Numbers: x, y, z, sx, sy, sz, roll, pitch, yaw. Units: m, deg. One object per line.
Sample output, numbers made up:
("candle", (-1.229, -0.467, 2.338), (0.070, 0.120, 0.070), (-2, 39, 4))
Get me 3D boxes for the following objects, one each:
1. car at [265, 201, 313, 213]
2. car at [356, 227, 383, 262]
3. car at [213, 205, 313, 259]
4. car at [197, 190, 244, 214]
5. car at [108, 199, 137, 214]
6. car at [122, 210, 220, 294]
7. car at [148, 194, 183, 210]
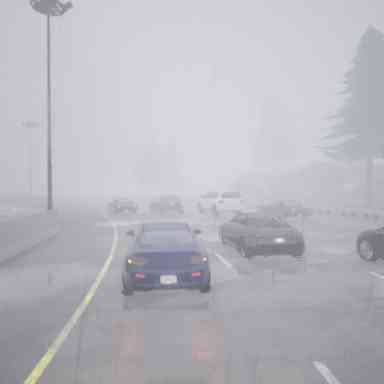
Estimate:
("car", (6.659, 1.266, 24.449), (1.895, 1.301, 4.718), (0, 1, -16))
("car", (6.301, 1.373, 8.643), (1.837, 1.490, 4.892), (0, 1, -6))
("car", (2.317, 1.401, 11.995), (1.994, 1.385, 4.181), (0, 1, -9))
("car", (2.202, 0.868, 26.960), (2.150, 2.045, 5.566), (0, 1, -18))
("car", (-6.288, 1.238, 29.692), (1.895, 1.301, 4.718), (0, 1, -22))
("car", (-0.685, 1.418, 8.416), (1.812, 1.442, 4.674), (0, 1, -6))
("car", (-2.376, 0.985, 29.069), (2.097, 1.767, 4.553), (0, 1, -21))
